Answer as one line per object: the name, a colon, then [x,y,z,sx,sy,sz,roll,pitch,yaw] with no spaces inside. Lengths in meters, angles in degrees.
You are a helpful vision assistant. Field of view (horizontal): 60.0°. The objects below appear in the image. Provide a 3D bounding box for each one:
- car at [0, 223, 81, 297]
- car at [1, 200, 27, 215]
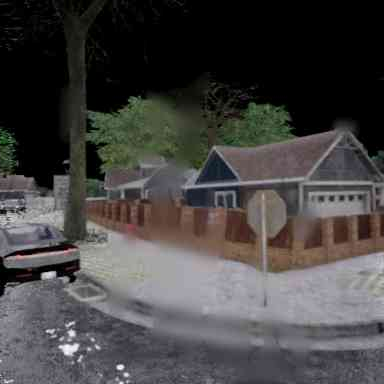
car: [-4.615,1.579,8.901,2.128,1.511,4.902,-1,0,-41]
car: [-22.202,1.816,41.557,2.097,1.767,4.553,-1,0,-14]
